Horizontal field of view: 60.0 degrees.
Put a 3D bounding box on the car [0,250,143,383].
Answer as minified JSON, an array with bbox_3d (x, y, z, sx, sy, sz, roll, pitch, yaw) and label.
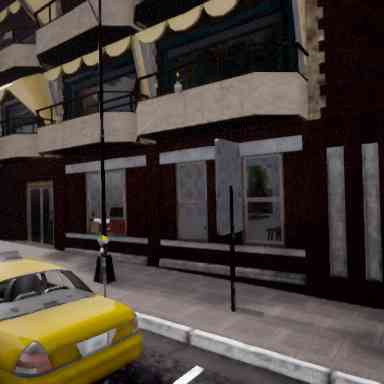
[{"bbox_3d":[-2.862,1.527,4.788,4.829,1.417,1.752,0,-2,36],"label":"car"}]
